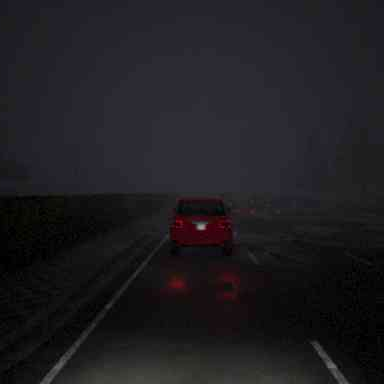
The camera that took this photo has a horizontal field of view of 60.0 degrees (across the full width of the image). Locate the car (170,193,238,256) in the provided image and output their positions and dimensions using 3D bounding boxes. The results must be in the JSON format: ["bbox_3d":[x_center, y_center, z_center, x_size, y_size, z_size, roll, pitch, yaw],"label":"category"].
[{"bbox_3d":[0.383,1.195,13.221,2.150,2.045,5.566,0,0,2],"label":"car"}]

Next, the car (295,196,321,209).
[{"bbox_3d":[15.581,1.405,44.500,1.882,1.535,5.008,0,0,2],"label":"car"}]

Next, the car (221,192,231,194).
[{"bbox_3d":[5.437,1.119,54.091,2.150,2.045,5.566,0,0,2],"label":"car"}]

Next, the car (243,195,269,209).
[{"bbox_3d":[8.585,1.271,44.735,2.097,1.767,4.553,0,0,2],"label":"car"}]

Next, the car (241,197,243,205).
[{"bbox_3d":[8.934,1.393,53.929,2.128,1.511,4.902,0,0,2],"label":"car"}]

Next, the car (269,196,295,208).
[{"bbox_3d":[12.112,1.274,45.402,2.097,1.767,4.553,0,0,2],"label":"car"}]

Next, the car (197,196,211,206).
[{"bbox_3d":[1.939,1.385,54.195,2.128,1.511,4.902,0,0,2],"label":"car"}]

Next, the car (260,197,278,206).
[{"bbox_3d":[12.431,1.469,53.796,1.994,1.385,4.181,0,0,2],"label":"car"}]

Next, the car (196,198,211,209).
[{"bbox_3d":[1.592,1.512,45.061,1.895,1.301,4.718,0,0,2],"label":"car"}]

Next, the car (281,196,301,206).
[{"bbox_3d":[15.928,1.414,53.663,1.837,1.490,4.892,0,0,2],"label":"car"}]
